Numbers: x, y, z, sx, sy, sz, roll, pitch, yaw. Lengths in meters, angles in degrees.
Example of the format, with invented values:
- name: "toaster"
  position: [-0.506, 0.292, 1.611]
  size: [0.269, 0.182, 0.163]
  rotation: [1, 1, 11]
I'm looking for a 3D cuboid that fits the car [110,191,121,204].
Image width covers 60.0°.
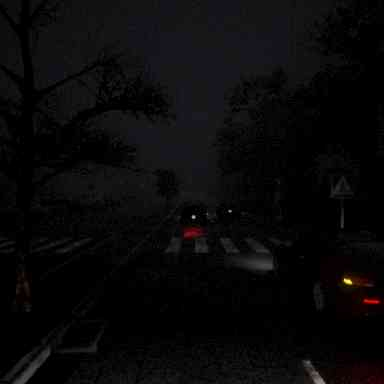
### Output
- name: "car"
  position: [-13.830, 1.120, 51.371]
  size: [4.553, 1.767, 2.185]
  rotation: [-1, 1, -20]

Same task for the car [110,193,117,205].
- name: "car"
  position: [-13.804, 1.332, 48.385]
  size: [4.674, 1.452, 2.002]
  rotation: [-1, 0, -20]

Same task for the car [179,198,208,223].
- name: "car"
  position: [0.113, 1.472, 25.258]
  size: [1.837, 1.490, 4.892]
  rotation: [0, 0, 0]

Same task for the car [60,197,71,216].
- name: "car"
  position: [-13.826, 1.484, 30.360]
  size: [4.674, 1.452, 2.002]
  rotation: [-1, 0, -20]

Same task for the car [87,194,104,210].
- name: "car"
  position: [-13.639, 1.383, 39.433]
  size: [5.366, 1.575, 1.946]
  rotation: [-1, 0, -20]

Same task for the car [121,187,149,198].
- name: "car"
  position: [-13.794, 0.563, 78.367]
  size: [5.566, 2.045, 2.435]
  rotation: [-1, 1, -20]

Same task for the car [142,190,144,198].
- name: "car"
  position: [-13.947, 0.900, 72.320]
  size: [5.366, 1.575, 1.946]
  rotation: [-1, 1, -20]

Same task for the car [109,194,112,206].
- name: "car"
  position: [-13.830, 1.356, 45.360]
  size: [4.792, 1.488, 2.163]
  rotation: [-1, 1, -20]

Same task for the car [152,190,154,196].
- name: "car"
  position: [-13.761, 0.676, 90.392]
  size: [4.892, 1.521, 2.231]
  rotation: [-1, 0, -20]

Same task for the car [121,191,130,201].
- name: "car"
  position: [-13.784, 1.149, 57.384]
  size: [5.008, 1.535, 2.097]
  rotation: [-1, 1, -20]

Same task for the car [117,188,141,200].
- name: "car"
  position: [-13.760, 0.743, 66.398]
  size: [5.566, 2.045, 2.435]
  rotation: [-1, 1, -20]

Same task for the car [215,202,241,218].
- name: "car"
  position: [3.115, 1.520, 29.204]
  size: [1.994, 1.385, 4.181]
  rotation: [0, 0, 0]

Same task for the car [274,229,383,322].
- name: "car"
  position: [3.103, 1.500, 7.038]
  size: [1.812, 1.442, 4.674]
  rotation: [0, -1, 0]

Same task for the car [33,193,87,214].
- name: "car"
  position: [-13.796, 1.182, 33.378]
  size: [5.566, 2.045, 2.435]
  rotation: [-1, 0, -20]

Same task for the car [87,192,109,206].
- name: "car"
  position: [-13.837, 1.110, 42.358]
  size: [5.566, 2.045, 2.435]
  rotation: [-1, 1, -20]

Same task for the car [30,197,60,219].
- name: "car"
  position: [-13.997, 1.453, 27.287]
  size: [5.366, 1.575, 1.946]
  rotation: [-1, 0, -20]

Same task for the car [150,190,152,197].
- name: "car"
  position: [-13.790, 0.581, 87.380]
  size: [4.553, 1.767, 2.185]
  rotation: [-1, 0, -20]

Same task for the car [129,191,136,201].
- name: "car"
  position: [-13.758, 1.073, 63.400]
  size: [4.792, 1.488, 2.163]
  rotation: [-1, 1, -20]

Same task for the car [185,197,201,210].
- name: "car"
  position: [0.119, 1.406, 41.174]
  size: [1.812, 1.442, 4.674]
  rotation: [0, 1, 0]

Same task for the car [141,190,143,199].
- name: "car"
  position: [-13.603, 0.939, 69.454]
  size: [5.366, 1.575, 1.946]
  rotation: [-1, 1, -20]

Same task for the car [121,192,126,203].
- name: "car"
  position: [-13.797, 1.239, 54.384]
  size: [4.674, 1.452, 2.002]
  rotation: [-1, 1, -20]

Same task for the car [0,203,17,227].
- name: "car"
  position: [-13.806, 1.494, 21.363]
  size: [4.792, 1.488, 2.163]
  rotation: [-1, 0, -20]
